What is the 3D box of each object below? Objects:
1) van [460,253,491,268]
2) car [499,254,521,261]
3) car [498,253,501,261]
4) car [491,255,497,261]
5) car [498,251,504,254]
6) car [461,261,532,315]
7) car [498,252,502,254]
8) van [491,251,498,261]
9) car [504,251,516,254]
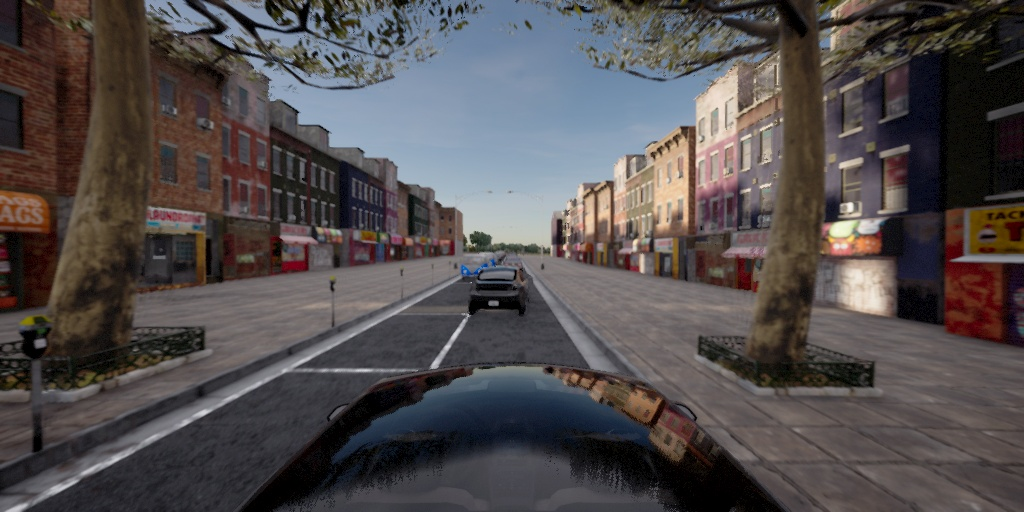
[{"bbox_3d":[-2.637,0.767,25.548,1.690,1.789,3.998,0,0,0],"label":"van"},{"bbox_3d":[0.097,0.780,34.973,2.033,1.411,5.357,0,1,0],"label":"car"},{"bbox_3d":[-2.637,0.626,42.185,1.948,1.339,4.313,0,0,0],"label":"car"},{"bbox_3d":[-2.637,0.867,31.094,2.007,1.370,4.403,0,0,0],"label":"car"},{"bbox_3d":[-2.637,0.196,58.798,1.948,1.339,4.313,0,0,0],"label":"car"},{"bbox_3d":[-0.356,1.130,13.047,1.837,1.490,4.892,0,1,5],"label":"car"},{"bbox_3d":[-2.637,0.497,47.725,1.802,1.307,4.207,0,0,0],"label":"car"},{"bbox_3d":[-2.637,0.535,36.640,1.690,1.789,3.998,0,0,0],"label":"van"},{"bbox_3d":[0.097,0.220,57.736,1.994,1.385,4.181,0,1,0],"label":"car"}]
